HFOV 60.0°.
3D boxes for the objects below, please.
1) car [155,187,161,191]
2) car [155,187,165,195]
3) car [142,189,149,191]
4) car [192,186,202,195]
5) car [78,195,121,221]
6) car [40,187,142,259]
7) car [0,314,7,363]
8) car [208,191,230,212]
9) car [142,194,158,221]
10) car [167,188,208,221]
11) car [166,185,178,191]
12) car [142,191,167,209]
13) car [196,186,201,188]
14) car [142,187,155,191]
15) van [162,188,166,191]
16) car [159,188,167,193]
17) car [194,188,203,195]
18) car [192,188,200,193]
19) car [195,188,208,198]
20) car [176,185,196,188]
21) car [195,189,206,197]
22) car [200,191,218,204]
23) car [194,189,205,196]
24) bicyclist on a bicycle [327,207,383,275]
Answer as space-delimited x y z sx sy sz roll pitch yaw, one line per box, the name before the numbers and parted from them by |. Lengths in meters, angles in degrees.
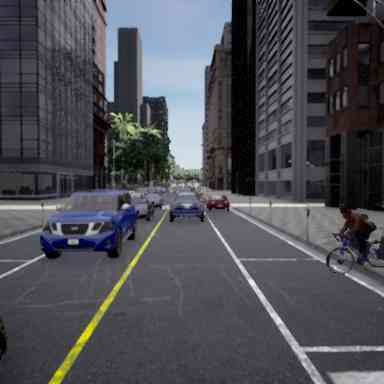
car | -6.902 0.073 55.626 2.192 1.841 5.009 0 1 -1
car | -7.353 -0.273 77.323 1.967 1.590 4.097 0 1 -1
car | -6.561 0.698 39.362 1.802 1.307 4.206 0 1 -1
car | 1.170 -0.409 77.482 2.192 1.841 5.009 0 1 -1
car | -6.218 1.008 22.920 1.752 1.417 4.829 0 1 -1
car | -3.322 0.952 11.869 2.150 2.045 5.566 0 1 -1
car | -3.112 1.514 2.171 1.994 1.385 4.181 0 1 -2
car | 2.188 0.891 28.684 1.887 1.381 4.507 0 1 -1
car | -3.514 1.078 21.444 1.994 1.385 4.181 0 1 -1
car | -0.331 0.856 21.708 2.097 1.767 4.553 0 1 -1
car | -4.493 -0.116 72.821 2.128 1.511 4.902 0 1 -1
car | -3.686 0.853 31.461 1.994 1.385 4.181 0 1 -1
car | 1.735 0.306 50.372 1.967 1.590 4.097 0 1 -1
car | -6.676 0.311 44.779 2.192 1.841 5.009 0 1 -1
van | -7.241 -0.254 71.897 1.690 1.788 3.998 0 1 -1
car | -7.579 -0.369 88.174 1.802 1.307 4.206 0 1 -1
car | 1.280 -0.085 72.234 1.752 1.417 4.829 0 1 -1
car | 0.945 -0.397 88.333 1.947 1.339 4.313 0 1 -1
car | 1.622 0.187 55.794 1.967 1.590 4.097 0 1 -1
car | -0.840 0.309 46.361 2.097 1.767 4.553 0 1 -1
car | 1.509 0.174 61.219 1.887 1.381 4.507 0 1 -1
car | 1.958 0.626 39.699 1.752 1.417 4.829 0 1 -1
car | 1.397 0.062 66.642 2.008 1.369 4.403 0 1 -1
bicyclist on a bicycle | 4.052 1.168 8.176 1.656 1.620 0.582 -10 1 -1
